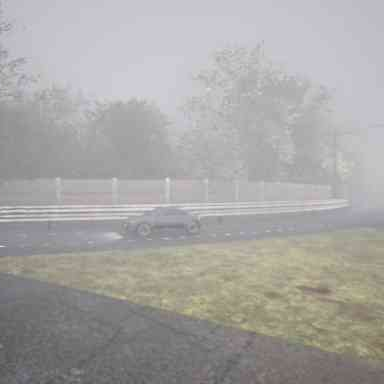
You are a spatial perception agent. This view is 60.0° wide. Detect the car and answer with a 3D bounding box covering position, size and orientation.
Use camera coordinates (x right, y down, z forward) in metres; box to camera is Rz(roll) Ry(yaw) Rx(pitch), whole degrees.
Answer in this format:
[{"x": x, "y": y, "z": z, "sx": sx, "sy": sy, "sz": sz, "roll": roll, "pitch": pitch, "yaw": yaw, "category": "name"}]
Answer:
[{"x": -1.607, "y": 1.518, "z": 17.872, "sx": 4.181, "sy": 1.385, "sz": 1.994, "roll": 0, "pitch": 0, "yaw": -24, "category": "car"}]
